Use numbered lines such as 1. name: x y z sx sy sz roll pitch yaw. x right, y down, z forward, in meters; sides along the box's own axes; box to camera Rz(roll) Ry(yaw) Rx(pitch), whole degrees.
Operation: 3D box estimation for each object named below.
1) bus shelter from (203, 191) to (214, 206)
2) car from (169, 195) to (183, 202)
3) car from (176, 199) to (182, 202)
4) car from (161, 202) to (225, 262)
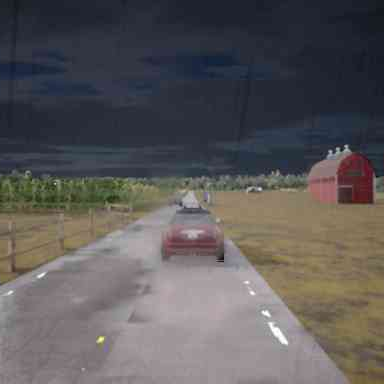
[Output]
1. bus shelter: 3.129 1.231 64.195 1.920 2.740 3.880 0 0 0
2. car: -2.800 1.537 57.740 2.150 2.045 5.566 0 0 1
3. car: 0.045 1.632 27.650 2.128 1.511 4.902 0 0 1
4. car: 0.045 1.406 12.562 2.097 1.767 4.553 0 0 1
